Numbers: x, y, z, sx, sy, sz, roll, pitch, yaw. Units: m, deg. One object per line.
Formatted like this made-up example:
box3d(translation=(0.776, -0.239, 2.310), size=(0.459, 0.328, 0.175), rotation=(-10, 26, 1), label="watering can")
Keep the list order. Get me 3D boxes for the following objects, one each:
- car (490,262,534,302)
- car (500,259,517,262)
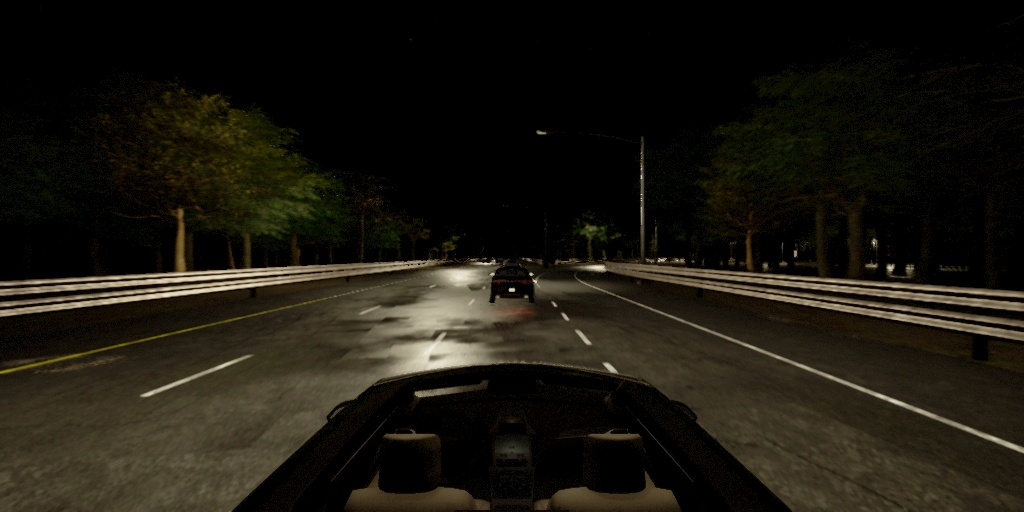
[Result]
box3d(translation=(-0.001, 1.229, 17.077), size=(1.882, 1.535, 5.008), rotation=(0, 0, 0), label="car")
box3d(translation=(-0.001, 1.317, 38.197), size=(1.994, 1.385, 4.181), rotation=(0, 0, 0), label="car")
